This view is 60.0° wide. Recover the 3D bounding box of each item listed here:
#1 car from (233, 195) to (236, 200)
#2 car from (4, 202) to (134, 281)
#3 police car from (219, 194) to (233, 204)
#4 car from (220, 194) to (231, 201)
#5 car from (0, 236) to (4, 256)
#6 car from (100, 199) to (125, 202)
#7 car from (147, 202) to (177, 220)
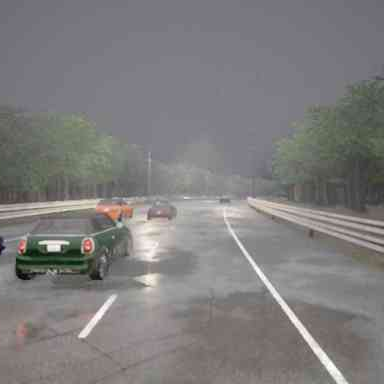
[{"bbox_3d":[11.236,1.616,93.764,1.994,1.385,4.181,0,-1,14],"label":"car"},{"bbox_3d":[-3.217,1.338,9.990,2.097,1.767,4.553,0,0,1],"label":"car"},{"bbox_3d":[6.034,1.360,60.969,1.930,1.638,5.238,0,0,9],"label":"police car"},{"bbox_3d":[7.920,1.337,79.011,2.128,1.511,4.902,0,-1,12],"label":"car"},{"bbox_3d":[-6.772,1.588,8.284,1.895,1.301,4.718,0,0,1],"label":"car"},{"bbox_3d":[-5.980,1.307,25.922,2.097,1.767,4.553,0,0,4],"label":"car"},{"bbox_3d":[-2.377,1.517,27.309,1.994,1.385,4.181,0,0,4],"label":"car"}]
